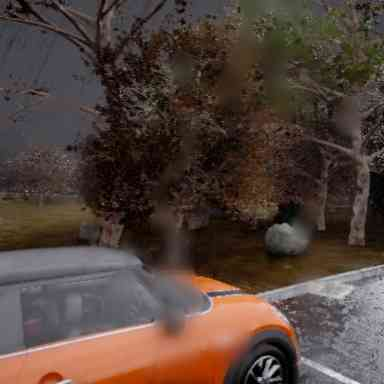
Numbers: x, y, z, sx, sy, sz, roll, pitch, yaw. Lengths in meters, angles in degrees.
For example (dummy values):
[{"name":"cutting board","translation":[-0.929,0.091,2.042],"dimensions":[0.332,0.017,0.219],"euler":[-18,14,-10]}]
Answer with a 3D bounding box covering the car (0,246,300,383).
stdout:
[{"name":"car","translation":[-1.030,1.356,3.325],"dimensions":[4.553,1.767,2.185],"euler":[0,0,-33]}]
